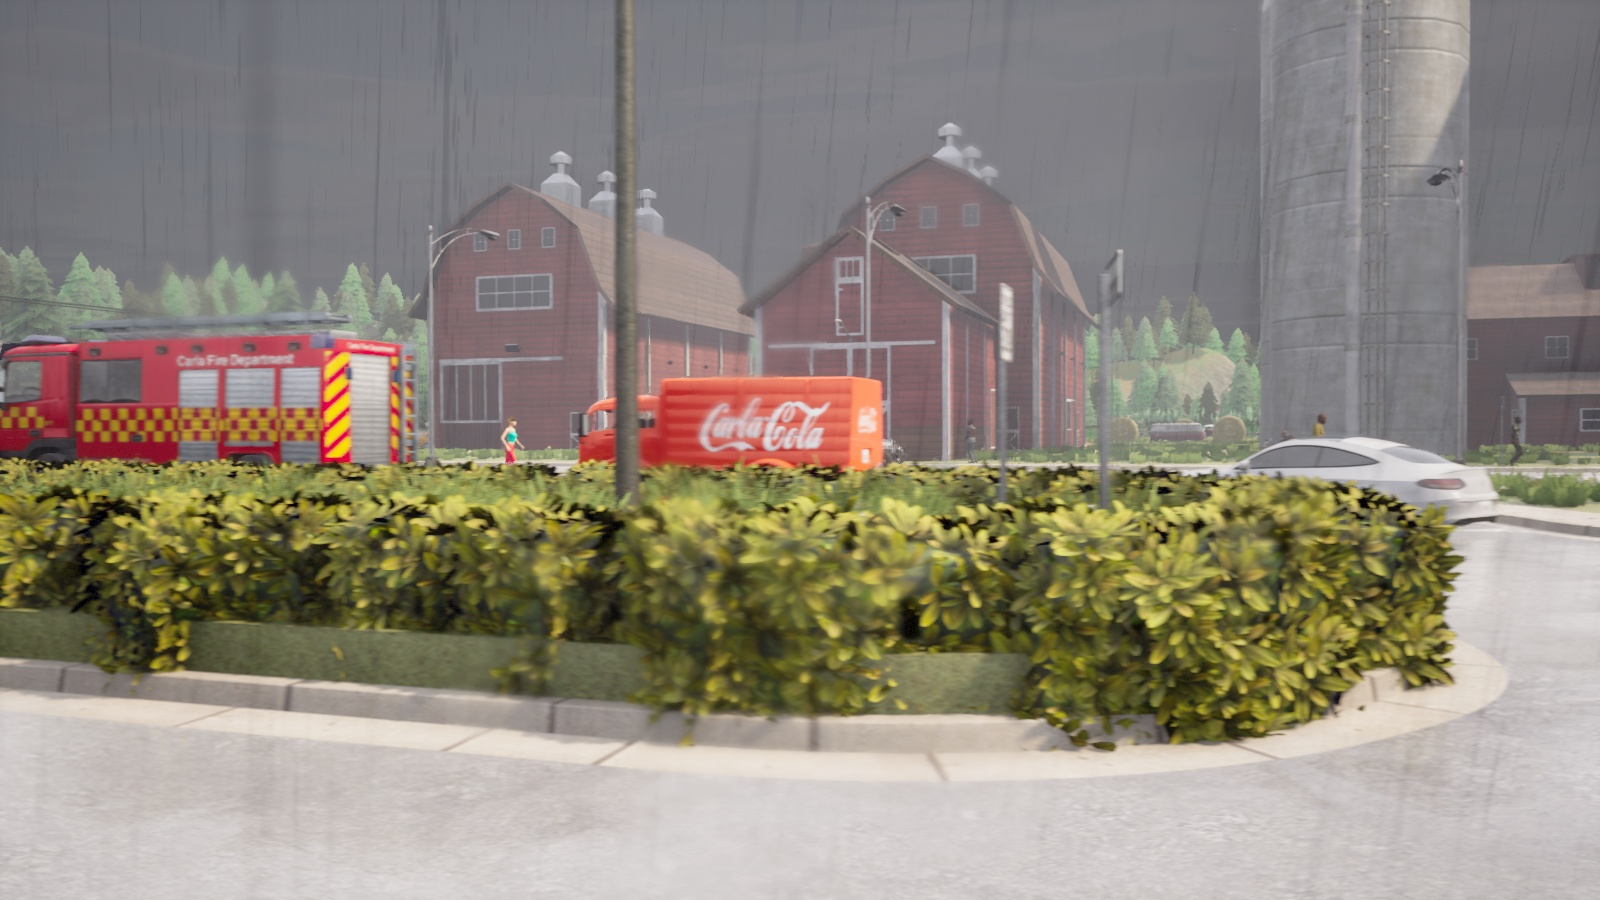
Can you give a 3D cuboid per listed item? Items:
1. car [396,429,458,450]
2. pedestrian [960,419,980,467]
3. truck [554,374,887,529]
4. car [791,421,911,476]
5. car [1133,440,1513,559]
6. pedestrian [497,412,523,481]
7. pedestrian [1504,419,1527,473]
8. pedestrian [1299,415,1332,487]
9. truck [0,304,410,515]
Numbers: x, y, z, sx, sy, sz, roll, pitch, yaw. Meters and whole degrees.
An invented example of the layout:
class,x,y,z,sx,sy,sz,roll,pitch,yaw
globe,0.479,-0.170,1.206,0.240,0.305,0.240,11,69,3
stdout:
class,x,y,z,sx,sy,sz,roll,pitch,yaw
car,-27.570,-0.788,92.947,1.882,1.535,5.008,1,1,19
pedestrian,6.883,-0.306,50.787,0.666,1.930,0.402,1,1,39
truck,-1.326,-0.017,21.944,5.204,2.467,2.627,1,1,18
car,1.816,-0.084,44.529,3.866,1.878,1.905,1,1,18
car,7.271,0.593,17.887,1.812,1.442,4.674,-1,1,-40
pedestrian,-7.776,-0.087,33.688,0.594,1.836,0.345,0,1,6
pedestrian,25.679,-0.143,45.042,0.692,1.930,0.395,1,1,31
pedestrian,13.139,0.019,32.013,0.726,1.835,0.370,0,1,17
truck,-12.435,-0.795,25.588,8.468,3.827,2.891,1,1,18
